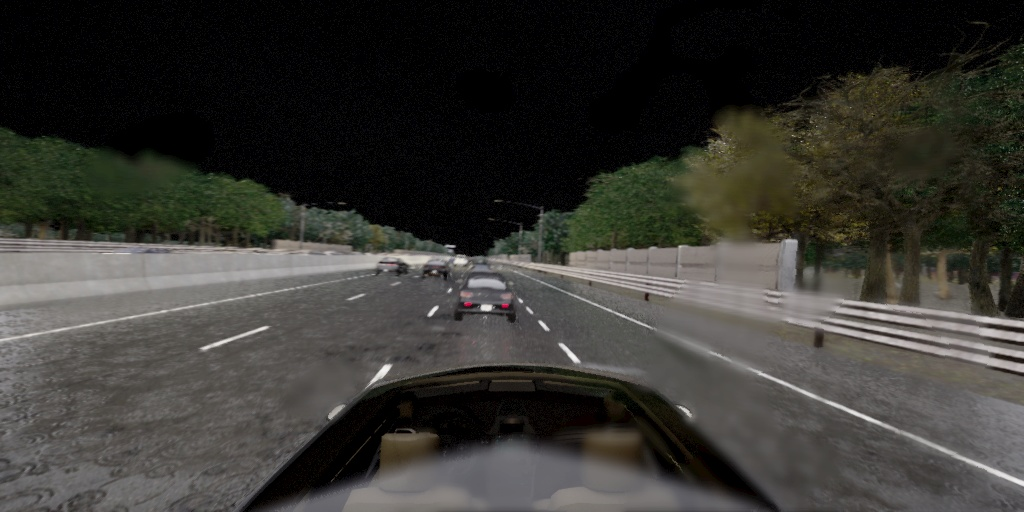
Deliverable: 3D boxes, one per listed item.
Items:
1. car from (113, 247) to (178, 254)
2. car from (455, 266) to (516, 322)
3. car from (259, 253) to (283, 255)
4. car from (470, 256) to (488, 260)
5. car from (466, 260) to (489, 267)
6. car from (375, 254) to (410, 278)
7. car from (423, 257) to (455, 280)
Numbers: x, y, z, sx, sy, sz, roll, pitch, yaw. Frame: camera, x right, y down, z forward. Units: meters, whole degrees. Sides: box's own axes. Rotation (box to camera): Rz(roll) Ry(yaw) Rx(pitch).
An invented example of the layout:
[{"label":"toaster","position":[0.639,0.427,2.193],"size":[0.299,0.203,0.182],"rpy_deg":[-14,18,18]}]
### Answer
[{"label":"car","position":[-22.964,0.136,22.355],"size":[2.033,1.411,5.357],"rpy_deg":[3,0,-5]},{"label":"car","position":[-0.919,1.268,12.281],"size":[1.812,1.442,4.674],"rpy_deg":[3,0,-5]},{"label":"car","position":[-20.081,0.387,29.391],"size":[1.895,1.301,4.718],"rpy_deg":[3,0,-5]},{"label":"car","position":[-4.938,1.026,55.226],"size":[2.150,2.045,5.566],"rpy_deg":[3,-1,-5]},{"label":"car","position":[-2.533,1.304,29.441],"size":[1.994,1.385,4.181],"rpy_deg":[3,0,-5]},{"label":"car","position":[-9.488,0.849,28.798],"size":[2.128,1.511,4.902],"rpy_deg":[3,0,-5]},{"label":"car","position":[-6.008,1.027,29.133],"size":[1.882,1.535,5.008],"rpy_deg":[3,0,-5]}]
